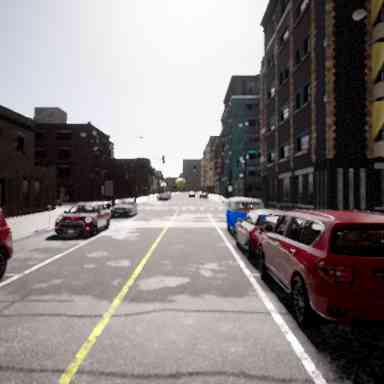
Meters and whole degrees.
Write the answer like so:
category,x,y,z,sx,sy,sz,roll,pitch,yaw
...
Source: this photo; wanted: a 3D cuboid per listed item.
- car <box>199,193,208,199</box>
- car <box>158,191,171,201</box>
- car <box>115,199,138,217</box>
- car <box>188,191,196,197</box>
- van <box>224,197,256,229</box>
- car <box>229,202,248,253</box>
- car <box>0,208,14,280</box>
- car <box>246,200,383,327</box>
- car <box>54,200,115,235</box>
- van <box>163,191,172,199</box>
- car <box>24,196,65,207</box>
category,x,y,z,sx,sy,sz,roll,pitch,yaw
car,2.700,0.850,77.825,1.967,1.590,4.097,1,0,0
car,-5.757,1.041,66.396,1.887,1.381,4.507,1,0,0
car,-5.679,1.336,28.441,2.008,1.369,4.403,1,0,0
car,-0.006,0.764,91.152,1.994,1.385,4.181,0,0,0
van,2.706,1.208,17.619,1.690,1.788,3.998,1,0,0
car,2.705,1.347,12.213,1.967,1.590,4.097,1,0,0
car,-5.672,1.263,6.811,2.192,1.841,5.009,1,0,0
car,2.707,1.263,6.805,2.192,1.841,5.009,1,0,0
car,-5.675,1.306,17.627,1.967,1.590,4.097,1,0,0
van,-5.677,0.751,77.763,1.690,1.788,3.998,1,0,0
car,-19.303,1.282,43.695,4.507,1.381,1.887,0,0,1
